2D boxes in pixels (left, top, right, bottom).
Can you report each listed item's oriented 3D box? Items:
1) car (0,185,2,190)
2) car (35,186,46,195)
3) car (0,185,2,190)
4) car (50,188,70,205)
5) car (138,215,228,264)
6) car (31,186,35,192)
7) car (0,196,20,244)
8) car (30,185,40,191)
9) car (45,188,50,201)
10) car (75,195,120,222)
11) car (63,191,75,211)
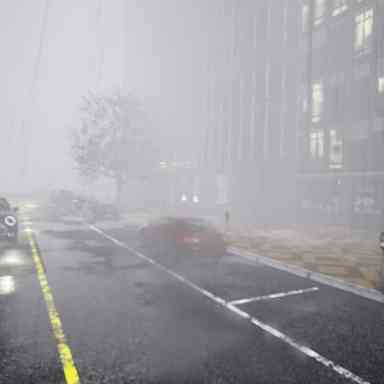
[{"bbox_3d":[-48.094,-1.138,82.252,1.887,1.381,4.507,1,1,-28],"label":"car"},{"bbox_3d":[-27.277,-0.200,61.121,1.887,1.381,4.507,1,1,-28],"label":"car"},{"bbox_3d":[-42.725,-0.773,72.220,1.802,1.307,4.206,1,1,-28],"label":"car"},{"bbox_3d":[-13.847,0.486,36.036,1.967,1.590,4.097,1,1,-28],"label":"car"},{"bbox_3d":[-0.422,1.394,10.954,1.802,1.307,4.206,1,1,-28],"label":"car"},{"bbox_3d":[-35.334,-0.665,76.170,1.947,1.339,4.313,1,1,-28],"label":"car"},{"bbox_3d":[-7.911,0.944,12.894,2.097,1.767,4.553,1,1,-28],"label":"car"},{"bbox_3d":[-40.705,-0.993,86.203,1.947,1.339,4.313,1,1,-28],"label":"car"},{"bbox_3d":[-16.533,0.329,41.052,1.967,1.590,4.097,1,1,-28],"label":"car"},{"bbox_3d":[-5.793,1.062,20.987,2.008,1.369,4.403,1,1,-28],"label":"car"},{"bbox_3d":[-8.478,0.909,26.004,2.008,1.369,4.403,1,1,-28],"label":"car"}]
